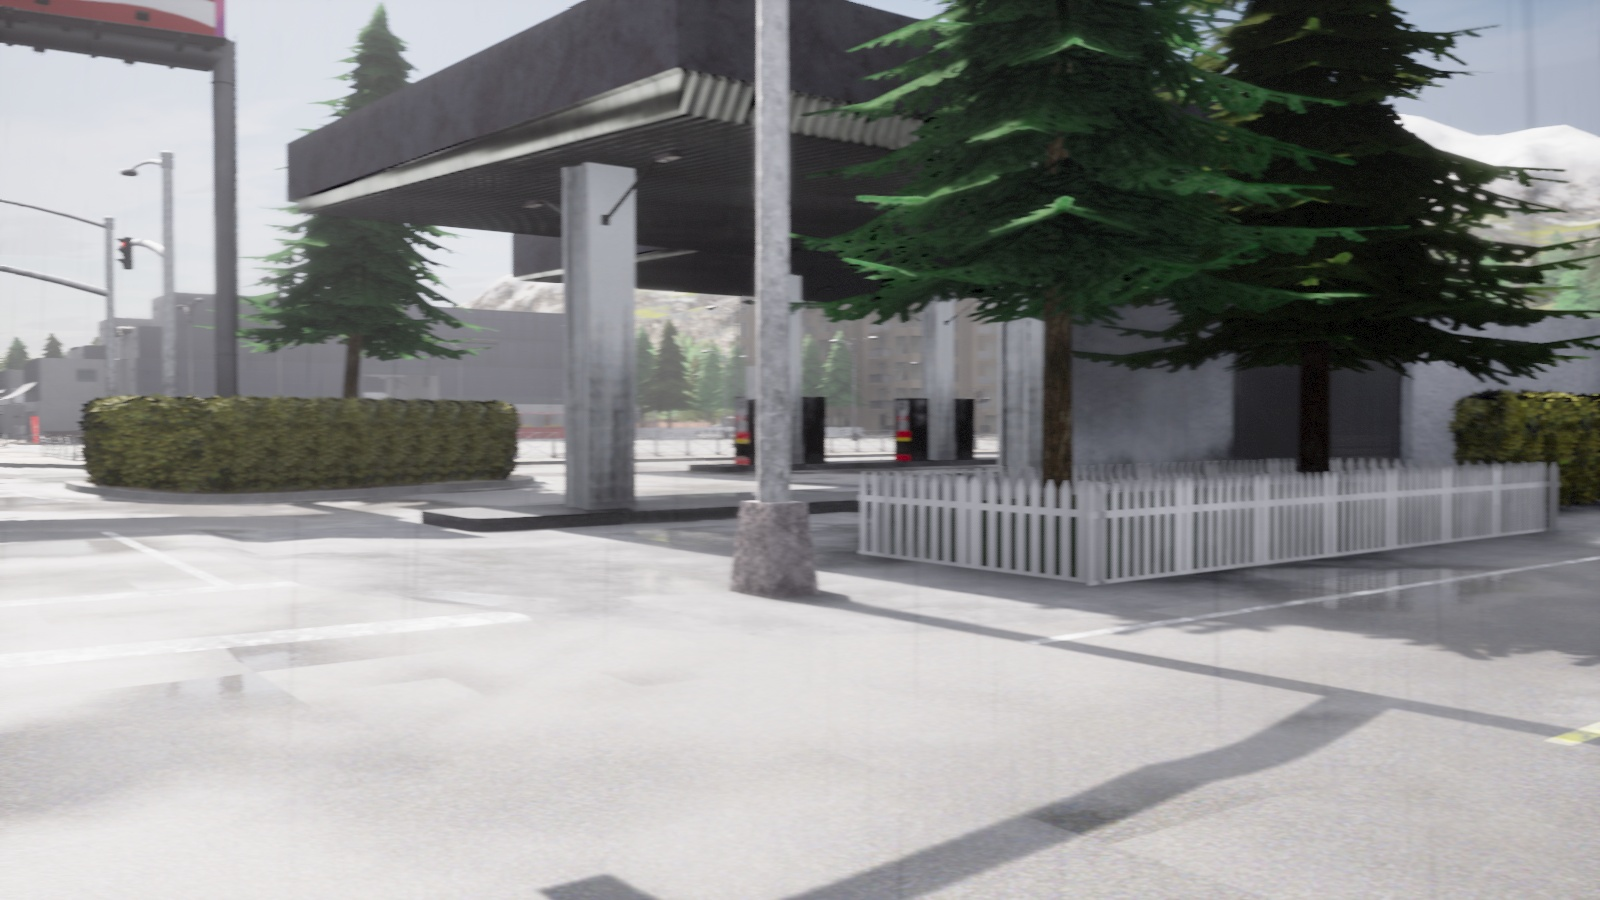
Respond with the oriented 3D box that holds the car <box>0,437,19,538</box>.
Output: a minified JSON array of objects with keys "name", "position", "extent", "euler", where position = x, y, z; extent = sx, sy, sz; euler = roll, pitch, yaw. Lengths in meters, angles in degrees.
[{"name":"car","position":[-13.822,0.568,20.199],"extent":[1.845,1.501,3.633],"euler":[-1,1,-36]}]
